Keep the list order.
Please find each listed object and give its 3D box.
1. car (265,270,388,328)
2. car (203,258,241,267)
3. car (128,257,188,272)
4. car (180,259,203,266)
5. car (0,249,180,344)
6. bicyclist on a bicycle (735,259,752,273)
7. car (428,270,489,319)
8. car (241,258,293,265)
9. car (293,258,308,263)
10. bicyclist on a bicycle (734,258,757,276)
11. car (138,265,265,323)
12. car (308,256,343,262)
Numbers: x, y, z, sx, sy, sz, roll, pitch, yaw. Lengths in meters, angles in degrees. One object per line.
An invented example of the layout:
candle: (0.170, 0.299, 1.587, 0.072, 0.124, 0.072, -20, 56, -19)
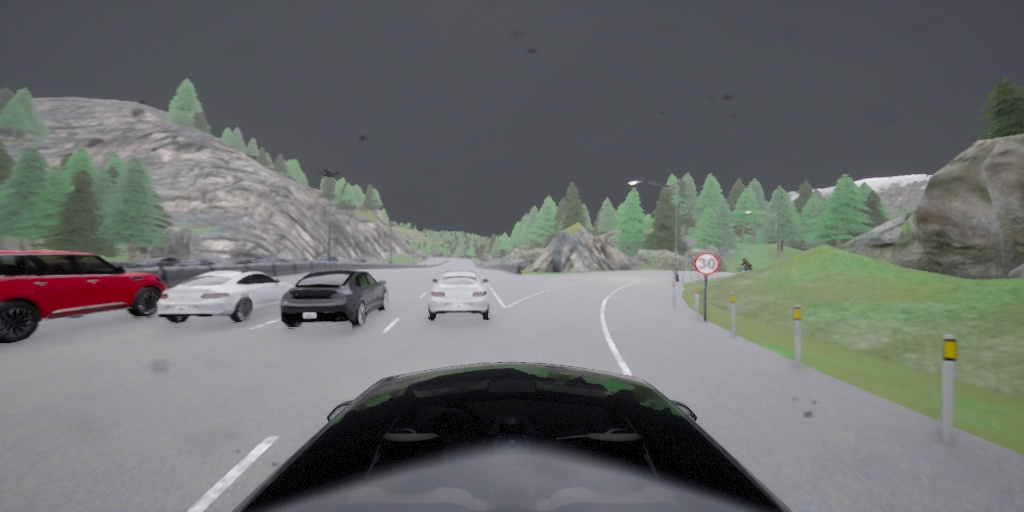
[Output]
car: (-5.136, 1.164, 10.977, 1.837, 1.490, 4.892, 0, 0, -7)
car: (-29.959, 0.913, 38.567, 2.128, 1.511, 4.902, 0, -1, -7)
car: (-36.883, 0.868, 37.542, 1.837, 1.490, 4.892, 0, -1, -7)
car: (-33.419, 0.956, 38.036, 1.994, 1.385, 4.181, 0, -1, -7)
car: (-11.958, 0.844, 9.129, 2.150, 2.045, 5.566, 0, 0, -7)
bicyclist on a bicycle: (24.131, 1.142, 37.276, 0.582, 1.620, 1.656, -5, 10, -32)
car: (-1.777, 1.211, 12.314, 1.812, 1.442, 4.674, 1, 0, -7)
car: (-26.485, 0.941, 38.984, 2.128, 1.511, 4.902, 0, -1, -7)
car: (-32.020, 1.273, 55.441, 2.128, 1.511, 4.902, 0, -2, -7)
bicyclist on a bicycle: (24.392, 1.119, 37.459, 0.582, 1.620, 1.656, 4, 7, -34)
car: (-8.726, 1.169, 11.448, 1.812, 1.442, 4.674, 0, 0, -7)
car: (-28.419, 0.997, 54.767, 2.150, 2.045, 5.566, 0, -2, -7)
